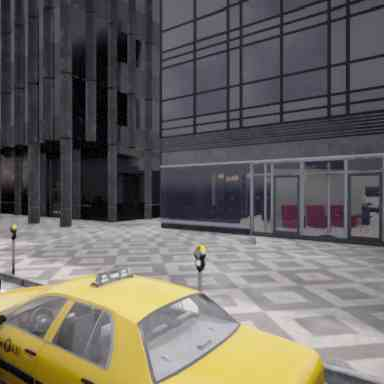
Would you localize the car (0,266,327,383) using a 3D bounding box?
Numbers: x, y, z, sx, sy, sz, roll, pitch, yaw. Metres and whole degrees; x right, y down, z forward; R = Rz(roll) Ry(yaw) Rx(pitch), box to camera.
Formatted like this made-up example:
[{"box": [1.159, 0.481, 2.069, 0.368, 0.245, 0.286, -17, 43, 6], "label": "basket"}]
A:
[{"box": [-1.067, 1.525, 3.724, 4.829, 1.417, 1.752, 0, 0, 36], "label": "car"}]
